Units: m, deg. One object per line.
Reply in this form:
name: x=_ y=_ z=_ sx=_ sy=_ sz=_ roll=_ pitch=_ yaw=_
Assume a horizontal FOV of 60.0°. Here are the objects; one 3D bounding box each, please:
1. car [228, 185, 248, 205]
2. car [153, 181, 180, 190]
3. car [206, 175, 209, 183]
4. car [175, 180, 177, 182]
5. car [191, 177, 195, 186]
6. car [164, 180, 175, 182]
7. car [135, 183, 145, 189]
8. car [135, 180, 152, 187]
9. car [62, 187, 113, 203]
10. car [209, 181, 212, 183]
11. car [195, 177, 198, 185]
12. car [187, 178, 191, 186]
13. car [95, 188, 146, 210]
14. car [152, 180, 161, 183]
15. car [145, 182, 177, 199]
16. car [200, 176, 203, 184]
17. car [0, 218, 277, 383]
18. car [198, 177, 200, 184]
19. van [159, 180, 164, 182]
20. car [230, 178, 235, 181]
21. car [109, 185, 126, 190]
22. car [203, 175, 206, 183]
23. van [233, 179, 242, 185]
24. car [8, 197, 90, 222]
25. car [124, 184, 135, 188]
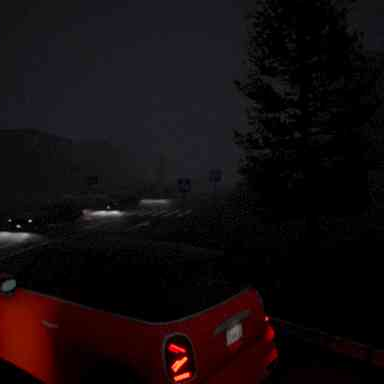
car: x=5.897 y=0.406 z=31.730 sx=5.008 sy=1.535 sz=2.097 roll=-1 pitch=4 yaw=-4
car: x=-4.654 y=-1.195 z=59.901 sx=4.792 sy=1.488 sz=2.163 roll=-2 pitch=3 yaw=-6
car: x=1.040 y=-2.758 z=82.616 sx=5.008 sy=1.535 sz=2.097 roll=-2 pitch=3 yaw=-6
car: x=-5.396 y=-1.027 z=57.055 sx=5.008 sy=1.535 sz=2.097 roll=-2 pitch=3 yaw=-6
car: x=-2.550 y=-1.812 z=68.418 sx=4.892 sy=1.521 sz=2.231 roll=-2 pitch=4 yaw=-6
car: x=-5.906 y=-0.841 z=54.229 sx=5.366 sy=1.575 sz=1.946 roll=-2 pitch=3 yaw=-6
car: x=-8.913 y=-0.012 z=42.788 sx=4.792 sy=1.488 sz=2.163 roll=-2 pitch=4 yaw=-6
car: x=-8.161 y=-0.366 z=45.644 sx=4.553 sy=1.767 sz=2.185 roll=-2 pitch=4 yaw=-6
car: x=-10.966 y=0.590 z=34.213 sx=4.674 sy=1.452 sz=2.002 roll=-2 pitch=3 yaw=-6
car: x=1.752 y=-2.929 z=85.455 sx=5.008 sy=1.535 sz=2.097 roll=-2 pitch=3 yaw=-5
car: x=-1.838 y=-2.010 z=71.261 sx=5.008 sy=1.535 sz=2.097 roll=-2 pitch=4 yaw=-6
car: x=-3.264 y=-1.616 z=65.580 sx=4.892 sy=1.521 sz=2.231 roll=-2 pitch=4 yaw=-6
car: x=-6.488 y=0.751 z=30.893 sx=2.033 sy=1.411 sz=5.357 roll=0 pitch=4 yaw=14
car: x=-7.497 y=-0.437 z=48.514 sx=5.008 sy=1.535 sz=2.097 roll=-2 pitch=3 yaw=-6
car: x=-3.599 y=-0.064 z=41.603 sx=1.882 sy=1.535 sz=5.008 roll=0 pitch=4 yaw=18
car: x=-0.412 y=-2.355 z=76.950 sx=4.674 sy=1.452 sz=2.002 roll=-2 pitch=3 yaw=-6
car: x=-1.298 y=1.425 z=4.510 sx=4.553 sy=1.767 sz=2.097 roll=-1 pitch=-1 yaw=36
car: x=-1.101 y=-2.330 z=74.094 sx=4.553 sy=1.767 sz=2.185 roll=-2 pitch=4 yaw=-6
van: x=-6.915 y=-0.855 z=51.337 sx=4.442 sy=1.987 sz=1.878 roll=-2 pitch=4 yaw=-6
car: x=7.481 y=-0.248 z=37.467 sx=5.566 sy=2.045 sz=2.435 roll=-1 pitch=4 yaw=-4
car: x=-10.244 y=0.381 z=37.079 sx=4.792 sy=1.488 sz=2.163 roll=-2 pitch=3 yaw=-6
car: x=0.337 y=-2.704 z=79.769 sx=4.553 sy=1.767 sz=2.185 roll=-2 pitch=4 yaw=-6
van: x=6.821 y=-0.023 z=34.606 sx=4.442 sy=1.987 sz=1.878 roll=-1 pitch=4 yaw=-4
car: x=-8.931 y=1.380 z=20.888 sx=2.033 sy=1.411 sz=5.357 roll=0 pitch=3 yaw=14
car: x=-9.553 y=0.029 z=39.924 sx=4.553 sy=1.767 sz=2.185 roll=-2 pitch=4 yaw=-6
